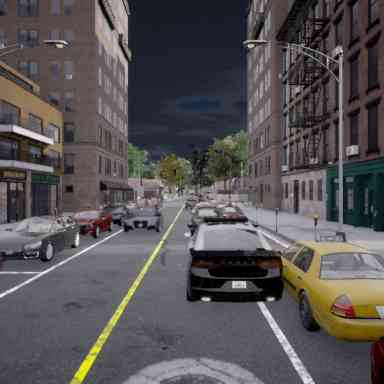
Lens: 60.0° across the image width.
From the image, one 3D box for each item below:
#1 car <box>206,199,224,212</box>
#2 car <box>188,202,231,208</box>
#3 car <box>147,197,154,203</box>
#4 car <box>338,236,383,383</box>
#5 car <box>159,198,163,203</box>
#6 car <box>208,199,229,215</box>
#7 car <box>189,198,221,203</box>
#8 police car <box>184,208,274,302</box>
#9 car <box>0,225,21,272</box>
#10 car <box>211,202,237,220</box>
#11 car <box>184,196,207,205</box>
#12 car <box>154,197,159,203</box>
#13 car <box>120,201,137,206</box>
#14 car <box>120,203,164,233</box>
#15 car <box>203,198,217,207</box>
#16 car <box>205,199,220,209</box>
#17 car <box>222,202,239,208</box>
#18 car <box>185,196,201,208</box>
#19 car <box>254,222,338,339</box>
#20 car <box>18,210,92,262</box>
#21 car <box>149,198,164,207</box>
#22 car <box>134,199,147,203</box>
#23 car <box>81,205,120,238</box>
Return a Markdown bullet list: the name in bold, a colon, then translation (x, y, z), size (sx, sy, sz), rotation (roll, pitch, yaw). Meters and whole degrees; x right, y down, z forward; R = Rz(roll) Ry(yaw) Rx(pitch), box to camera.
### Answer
- **car**: translation (2.675, 1.554, 39.584), size (1.887, 1.381, 4.507), rotation (0, 0, 0)
- **car**: translation (0.842, 1.526, 18.325), size (1.812, 1.442, 4.674), rotation (0, 0, 0)
- **car**: translation (-5.356, 1.446, 34.070), size (1.967, 1.590, 4.097), rotation (0, 0, 0)
- **car**: translation (2.639, 1.315, 0.956), size (2.192, 1.841, 5.009), rotation (0, 0, 0)
- **car**: translation (-5.345, 1.454, 45.108), size (1.967, 1.590, 4.097), rotation (0, 0, 0)
- **car**: translation (2.670, 1.531, 34.236), size (1.752, 1.417, 4.829), rotation (0, 0, 0)
- **car**: translation (0.848, 1.457, 24.515), size (1.801, 1.575, 5.366), rotation (0, 0, 0)
- **police car**: translation (0.833, 1.425, 8.435), size (1.930, 1.638, 5.238), rotation (0, 0, 0)
- **car**: translation (-5.381, 1.582, 6.476), size (1.802, 1.307, 4.206), rotation (0, 0, 0)
- **car**: translation (2.664, 1.584, 28.547), size (1.802, 1.307, 4.206), rotation (0, 0, 0)
- **car**: translation (0.685, 1.502, 59.502), size (1.882, 1.535, 5.008), rotation (0, 0, 27)
- **car**: translation (-5.351, 1.535, 39.419), size (1.752, 1.417, 4.829), rotation (0, 0, 0)
- **car**: translation (-5.366, 1.567, 23.033), size (1.947, 1.339, 4.313), rotation (0, 0, 0)
- **car**: translation (-2.732, 1.564, 19.624), size (1.994, 1.385, 4.181), rotation (0, 0, 0)
- **car**: translation (2.685, 1.585, 50.621), size (1.947, 1.339, 4.313), rotation (0, 0, 0)
- **car**: translation (2.680, 1.596, 45.102), size (1.802, 1.307, 4.206), rotation (0, 0, 0)
- **car**: translation (2.660, 1.583, 23.029), size (1.802, 1.307, 4.206), rotation (0, 0, 0)
- **car**: translation (0.061, 1.507, 46.231), size (2.128, 1.511, 4.902), rotation (0, 0, 1)
- **car**: translation (2.640, 1.525, 6.643), size (1.752, 1.417, 4.829), rotation (0, 0, 0)
- **car**: translation (-5.376, 1.551, 11.995), size (2.008, 1.369, 4.403), rotation (0, 0, 0)
- **car**: translation (-5.340, 1.600, 50.627), size (1.802, 1.307, 4.206), rotation (0, 0, 0)
- **car**: translation (-5.360, 1.553, 28.551), size (2.008, 1.369, 4.403), rotation (0, 0, 0)
- **car**: translation (-5.371, 1.545, 17.514), size (1.887, 1.381, 4.507), rotation (0, 0, 0)
